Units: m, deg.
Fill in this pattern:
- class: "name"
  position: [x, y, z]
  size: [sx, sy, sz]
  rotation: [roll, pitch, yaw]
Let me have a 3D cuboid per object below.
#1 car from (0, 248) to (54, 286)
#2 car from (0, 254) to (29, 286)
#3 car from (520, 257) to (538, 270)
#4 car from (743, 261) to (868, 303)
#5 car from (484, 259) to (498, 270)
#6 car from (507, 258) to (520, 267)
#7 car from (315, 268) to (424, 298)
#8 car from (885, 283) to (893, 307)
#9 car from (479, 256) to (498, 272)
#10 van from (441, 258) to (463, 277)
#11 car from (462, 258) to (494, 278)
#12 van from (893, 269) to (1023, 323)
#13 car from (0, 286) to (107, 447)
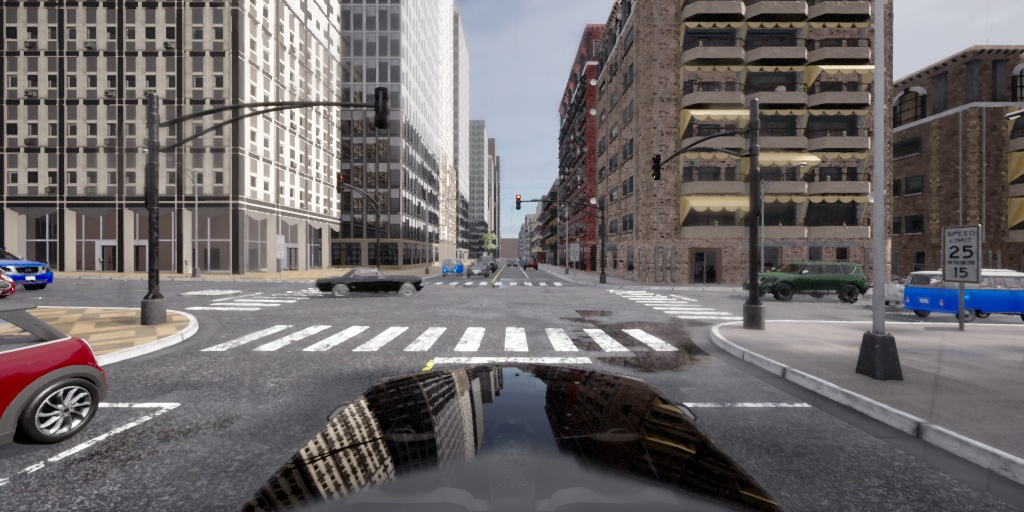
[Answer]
- class: "car"
  position: [-23.846, 0.541, 15.695]
  size: [5.566, 2.045, 2.150]
  rotation: [1, 0, 0]
- class: "car"
  position: [-21.156, 0.818, 13.112]
  size: [4.097, 1.591, 1.967]
  rotation: [0, 0, 0]
- class: "car"
  position: [2.651, 1.079, 51.492]
  size: [2.192, 1.841, 5.009]
  rotation: [0, 0, 0]
- class: "car"
  position: [15.445, 1.297, 19.012]
  size: [5.566, 2.045, 2.150]
  rotation: [1, 0, 0]
- class: "car"
  position: [-3.128, 1.244, 54.174]
  size: [1.882, 1.535, 5.008]
  rotation: [0, 0, 0]
- class: "car"
  position: [0.050, 1.374, 64.508]
  size: [1.895, 1.301, 4.718]
  rotation: [0, 0, 0]
- class: "car"
  position: [-6.696, 1.252, 17.277]
  size: [4.718, 1.301, 1.895]
  rotation: [1, 0, -20]
- class: "car"
  position: [18.892, 1.672, 15.822]
  size: [4.674, 1.442, 1.812]
  rotation: [1, 0, 0]
- class: "car"
  position: [-3.132, 0.982, 43.858]
  size: [2.150, 2.045, 5.566]
  rotation: [0, 0, 0]
- class: "van"
  position: [-5.716, 1.097, 34.831]
  size: [1.690, 1.789, 3.998]
  rotation: [0, 0, 0]
- class: "car"
  position: [-3.127, 1.247, 33.965]
  size: [2.128, 1.511, 4.902]
  rotation: [0, 0, 0]
- class: "van"
  position: [16.903, 1.453, 13.091]
  size: [3.998, 1.789, 1.690]
  rotation: [0, 0, 0]
- class: "car"
  position: [-5.691, 1.190, 2.357]
  size: [1.967, 1.591, 4.097]
  rotation: [0, 0, 0]
